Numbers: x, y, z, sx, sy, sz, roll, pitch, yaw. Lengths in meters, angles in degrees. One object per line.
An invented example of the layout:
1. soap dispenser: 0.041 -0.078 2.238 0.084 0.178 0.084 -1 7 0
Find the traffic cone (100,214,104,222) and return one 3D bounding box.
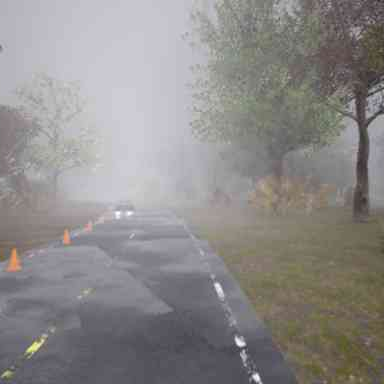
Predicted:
1. traffic cone: -6.607 1.921 24.449 0.340 0.580 0.340 0 0 -8

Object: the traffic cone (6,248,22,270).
1. traffic cone: -5.191 1.946 9.730 0.340 0.580 0.340 0 0 -3

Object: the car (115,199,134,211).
1. car: -7.985 1.509 39.266 1.994 1.385 4.181 0 0 -12

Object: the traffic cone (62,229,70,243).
1. traffic cone: -5.536 1.938 14.648 0.340 0.580 0.340 0 0 -5
